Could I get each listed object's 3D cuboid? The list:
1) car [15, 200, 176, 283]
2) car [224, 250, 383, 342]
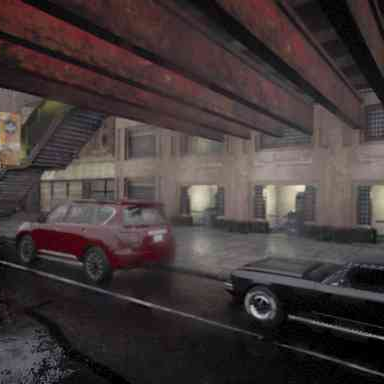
[{"bbox_3d":[-3.023,1.235,9.951,5.566,2.045,2.435,1,0,36],"label":"car"},{"bbox_3d":[2.946,1.671,5.590,4.718,1.301,1.895,1,0,36],"label":"car"}]
